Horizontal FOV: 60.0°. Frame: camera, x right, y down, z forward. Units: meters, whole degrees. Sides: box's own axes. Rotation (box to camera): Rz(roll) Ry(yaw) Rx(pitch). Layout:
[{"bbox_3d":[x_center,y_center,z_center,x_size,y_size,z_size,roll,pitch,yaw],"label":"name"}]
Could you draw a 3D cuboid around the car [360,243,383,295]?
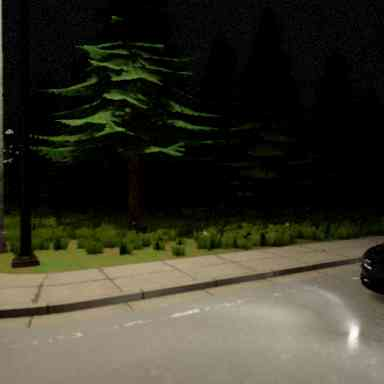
[{"bbox_3d":[5.733,1.333,7.065,5.008,1.535,1.882,0,2,-29],"label":"car"}]
